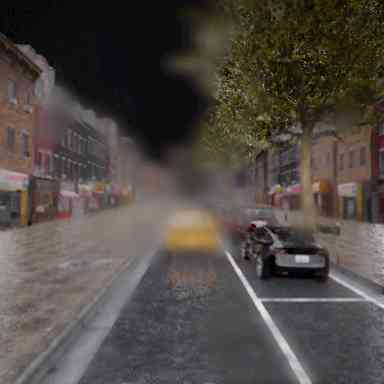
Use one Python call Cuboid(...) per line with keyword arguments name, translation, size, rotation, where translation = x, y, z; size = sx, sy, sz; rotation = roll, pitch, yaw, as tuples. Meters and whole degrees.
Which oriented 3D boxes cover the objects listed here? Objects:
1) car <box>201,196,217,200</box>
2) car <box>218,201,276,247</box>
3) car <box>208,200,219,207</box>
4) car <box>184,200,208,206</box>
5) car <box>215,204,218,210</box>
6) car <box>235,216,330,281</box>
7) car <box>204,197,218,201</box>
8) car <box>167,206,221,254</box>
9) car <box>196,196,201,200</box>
Cuboid(name="car", translation=(2.982, 1.570, 52.572), size=(2.150, 2.045, 5.566), rotation=(0, 0, 0))
Cuboid(name="car", translation=(2.667, 1.466, 15.663), size=(2.192, 1.841, 5.009), rotation=(2, 0, 0))
Cuboid(name="car", translation=(2.663, 1.821, 32.330), size=(1.947, 1.339, 4.313), rotation=(2, 0, 0))
Cuboid(name="car", translation=(0.020, 1.730, 28.502), size=(2.128, 1.511, 4.902), rotation=(0, 0, 0))
Cuboid(name="car", translation=(2.662, 1.737, 21.219), size=(1.887, 1.381, 4.507), rotation=(2, 0, 0))
Cuboid(name="car", translation=(2.660, 1.669, 10.102), size=(1.947, 1.339, 4.313), rotation=(2, 0, 0))
Cuboid(name="car", translation=(3.016, 1.788, 45.536), size=(1.882, 1.535, 5.008), rotation=(0, 0, 0))
Cuboid(name="car", translation=(0.028, 1.616, 14.242), size=(1.882, 1.535, 5.008), rotation=(0, 0, 1))
Cuboid(name="car", translation=(2.664, 1.963, 82.316), size=(1.967, 1.590, 4.097), rotation=(2, 0, 0))
